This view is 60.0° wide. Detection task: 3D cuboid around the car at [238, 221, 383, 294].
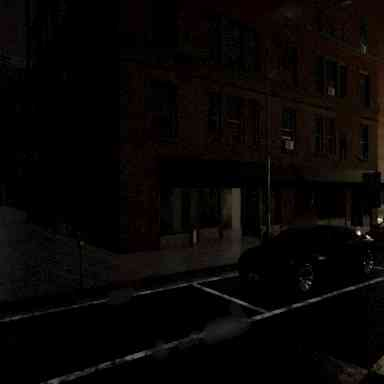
[{"bbox_3d":[3.175,1.566,8.809,4.313,1.339,1.947,0,0,-36],"label":"car"}]
